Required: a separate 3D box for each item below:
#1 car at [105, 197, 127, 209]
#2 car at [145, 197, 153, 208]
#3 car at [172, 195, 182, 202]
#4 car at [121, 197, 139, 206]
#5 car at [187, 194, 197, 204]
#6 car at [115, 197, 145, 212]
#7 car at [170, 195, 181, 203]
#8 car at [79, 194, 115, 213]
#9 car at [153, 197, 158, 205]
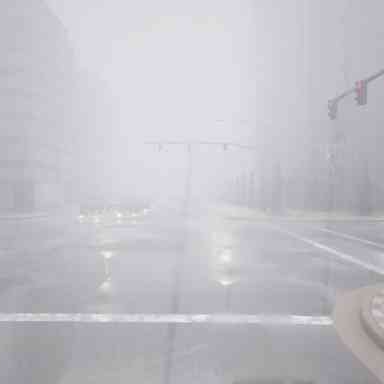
[{"bbox_3d":[-10.563,1.482,46.403,1.882,1.535,5.008,0,0,0],"label":"car"},{"bbox_3d":[-7.060,1.531,47.032,1.812,1.442,4.674,0,0,-1],"label":"car"},{"bbox_3d":[-3.443,1.502,75.972,2.128,1.511,4.902,0,0,0],"label":"car"},{"bbox_3d":[-10.541,1.553,56.736,2.033,1.411,5.357,0,0,0],"label":"car"},{"bbox_3d":[0.049,1.554,66.073,2.033,1.411,5.357,0,0,0],"label":"car"},{"bbox_3d":[-7.072,1.356,38.048,2.097,1.767,4.553,0,0,0],"label":"car"},{"bbox_3d":[-3.450,1.512,66.645,1.837,1.490,4.892,0,0,0],"label":"car"},{"bbox_3d":[-10.572,1.225,36.702,2.150,2.045,5.566,0,0,0],"label":"car"},{"bbox_3d":[-7.041,1.570,56.911,1.994,1.385,4.181,0,0,0],"label":"car"}]
